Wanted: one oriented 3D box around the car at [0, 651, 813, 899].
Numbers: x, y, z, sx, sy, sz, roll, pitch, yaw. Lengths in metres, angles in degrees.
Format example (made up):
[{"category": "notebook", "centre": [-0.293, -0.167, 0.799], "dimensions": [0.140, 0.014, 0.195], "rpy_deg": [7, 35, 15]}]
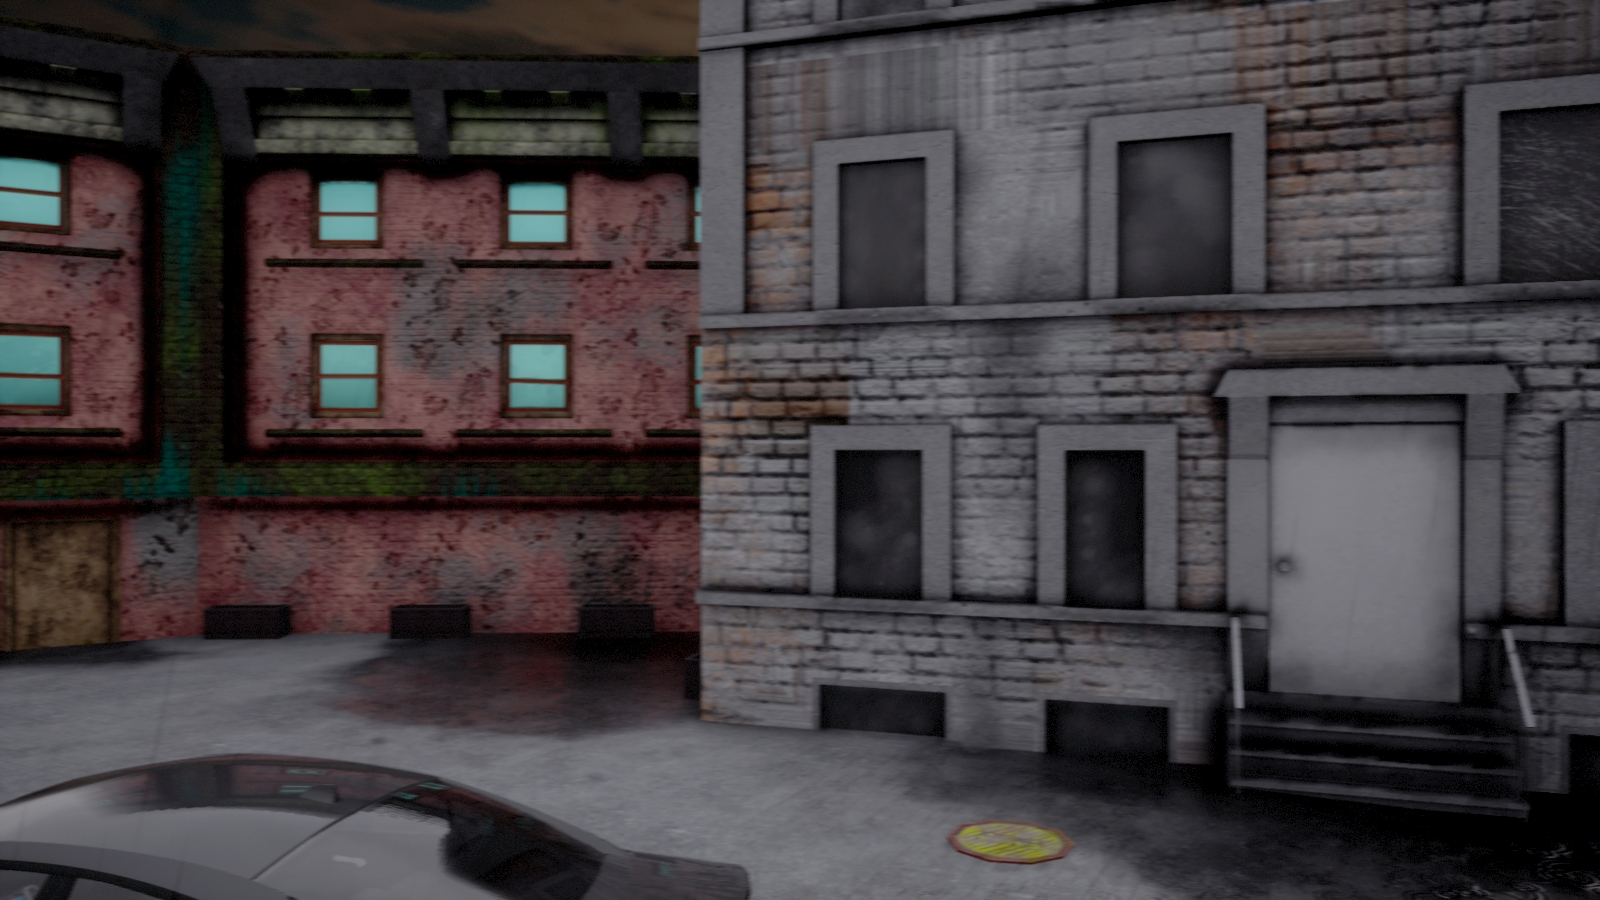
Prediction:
[{"category": "car", "centre": [-2.612, 1.808, 4.501], "dimensions": [5.006, 1.535, 2.097], "rpy_deg": [0, 0, 12]}]
